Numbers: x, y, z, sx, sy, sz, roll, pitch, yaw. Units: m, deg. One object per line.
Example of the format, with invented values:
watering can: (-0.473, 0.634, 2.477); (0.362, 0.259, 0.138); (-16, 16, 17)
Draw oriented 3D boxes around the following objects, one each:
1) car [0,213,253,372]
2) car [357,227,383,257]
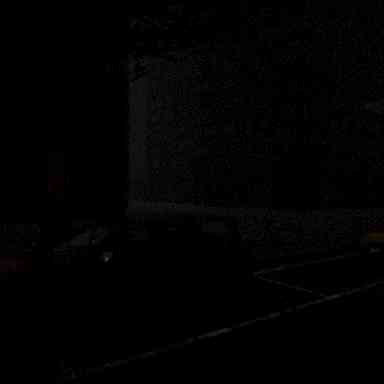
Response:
car: (-1.125, 1.337, 5.848); (5.009, 1.841, 2.192); (1, 0, -36)
car: (7.978, 1.653, 12.343); (4.829, 1.417, 1.752); (1, 0, -36)
